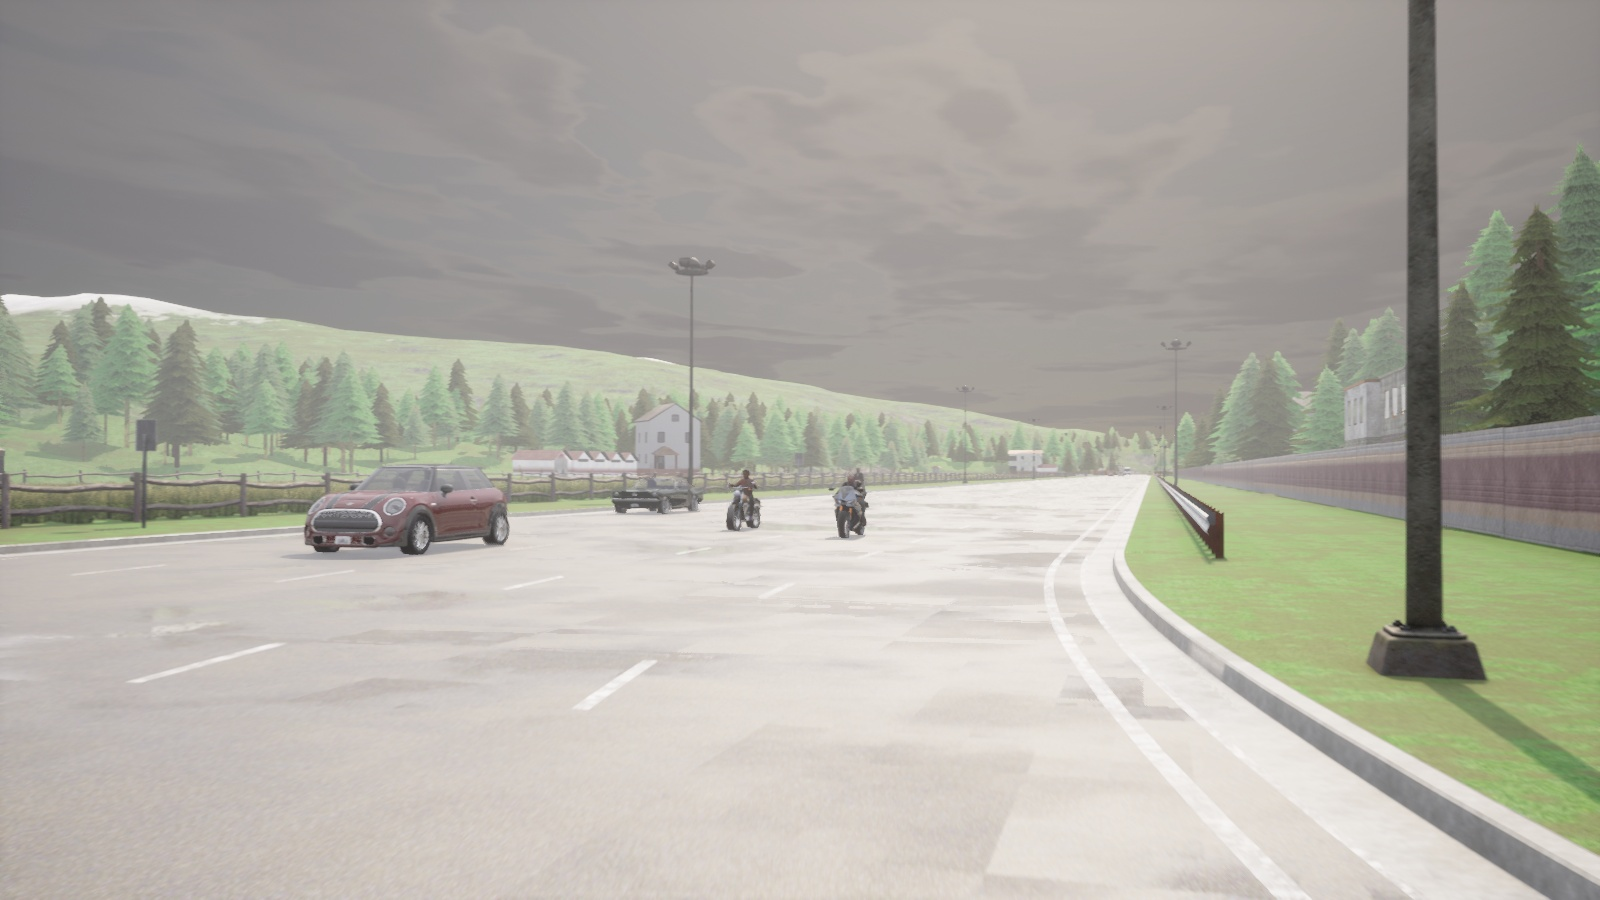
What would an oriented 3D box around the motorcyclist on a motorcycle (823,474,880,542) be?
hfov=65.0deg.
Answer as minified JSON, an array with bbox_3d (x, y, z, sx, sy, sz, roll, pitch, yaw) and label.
[{"bbox_3d":[1.244,1.344,29.822,0.866,1.530,2.191,0,-1,16],"label":"motorcyclist on a motorcycle"}]

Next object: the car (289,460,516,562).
[{"bbox_3d":[-7.503,1.107,24.262,2.097,1.767,4.553,0,-1,15],"label":"car"}]

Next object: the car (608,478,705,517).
[{"bbox_3d":[-5.159,1.701,45.830,1.895,1.301,4.718,0,-1,16],"label":"car"}]

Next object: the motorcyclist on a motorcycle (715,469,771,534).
[{"bbox_3d":[-1.472,1.325,33.094,0.766,1.649,2.350,0,-1,16],"label":"motorcyclist on a motorcycle"}]
